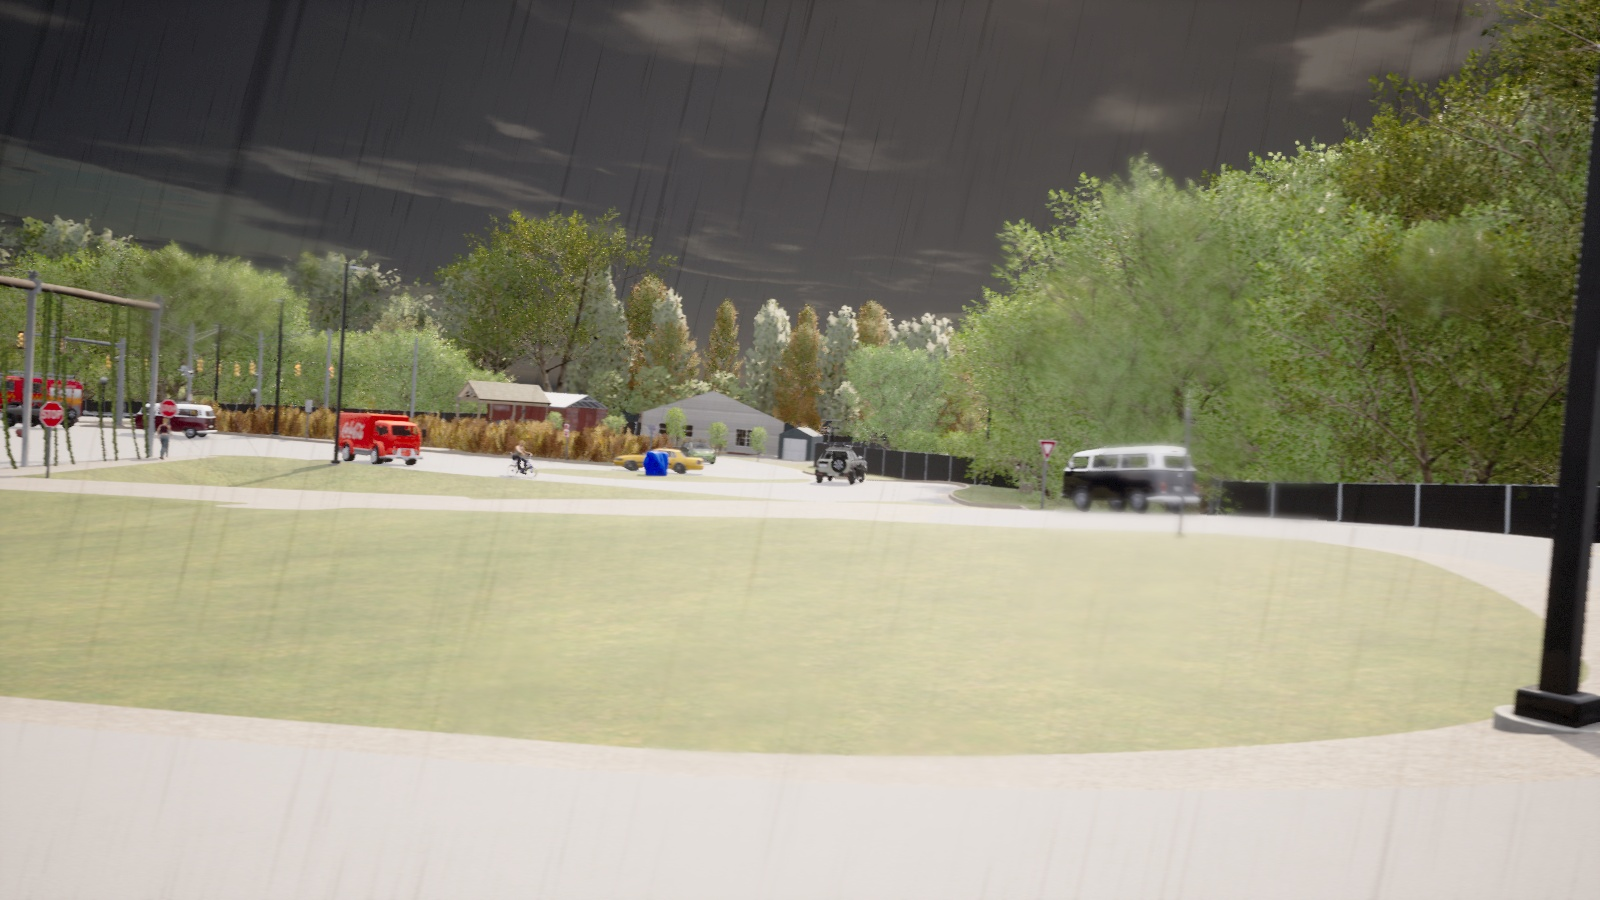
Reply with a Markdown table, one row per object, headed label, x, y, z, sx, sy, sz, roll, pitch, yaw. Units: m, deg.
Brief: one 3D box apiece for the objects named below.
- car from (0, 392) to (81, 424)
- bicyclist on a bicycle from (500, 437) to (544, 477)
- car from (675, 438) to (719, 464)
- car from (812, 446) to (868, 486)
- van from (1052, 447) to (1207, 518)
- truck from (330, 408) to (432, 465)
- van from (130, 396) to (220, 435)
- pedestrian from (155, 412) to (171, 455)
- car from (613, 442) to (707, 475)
| label | x | y | z | sx | sy | sz | roll | pitch | yaw |
| --- | --- | --- | --- | --- | --- | --- | --- | --- | --- |
| car | -48.301 | -2.662 | 79.737 | 4.605 | 1.855 | 1.932 | 3 | 2 | 17 |
| bicyclist on a bicycle | -11.790 | 0.303 | 53.282 | 1.509 | 1.612 | 0.866 | 4 | 0 | 22 |
| car | -7.339 | 0.077 | 89.025 | 2.007 | 1.525 | 4.514 | 3 | 2 | -18 |
| car | 2.062 | 0.760 | 63.260 | 1.932 | 1.855 | 4.605 | 3 | 1 | 12 |
| van | 10.104 | 1.011 | 38.820 | 2.069 | 2.038 | 4.480 | 3 | -3 | -29 |
| truck | -21.006 | -0.705 | 62.884 | 5.204 | 2.467 | 2.627 | 5 | 2 | 45 |
| van | -38.583 | -2.133 | 77.581 | 4.480 | 2.038 | 2.069 | 4 | 3 | -2 |
| pedestrian | -27.449 | -0.720 | 54.129 | 0.345 | 1.836 | 0.594 | 4 | 2 | -7 |
| car | -8.380 | 0.494 | 75.411 | 5.366 | 1.575 | 1.801 | 4 | 1 | 0 |
